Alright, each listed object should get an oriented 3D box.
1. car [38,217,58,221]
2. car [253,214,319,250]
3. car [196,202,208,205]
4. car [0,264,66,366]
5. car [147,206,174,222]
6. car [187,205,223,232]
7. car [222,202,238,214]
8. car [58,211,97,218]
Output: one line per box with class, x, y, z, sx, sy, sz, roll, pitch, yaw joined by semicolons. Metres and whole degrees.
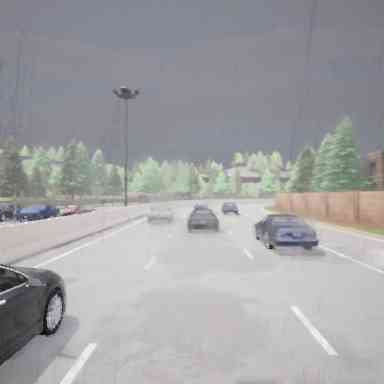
car;-13.231;1.760;29.065;1.882;1.535;5.008;0;-1;1
car;4.083;1.715;15.239;2.033;1.411;5.357;0;-1;1
car;1.399;2.087;46.275;1.895;1.301;4.718;0;-1;4
car;-3.159;1.543;3.944;1.837;1.490;4.892;0;0;1
car;-2.620;1.901;29.046;1.895;1.301;4.718;0;-1;1
car;0.727;1.796;21.955;1.994;1.385;4.181;0;-1;1
car;4.669;1.987;41.318;2.033;1.411;5.357;0;-1;2
car;-9.718;1.892;29.428;1.895;1.301;4.718;0;-1;1
